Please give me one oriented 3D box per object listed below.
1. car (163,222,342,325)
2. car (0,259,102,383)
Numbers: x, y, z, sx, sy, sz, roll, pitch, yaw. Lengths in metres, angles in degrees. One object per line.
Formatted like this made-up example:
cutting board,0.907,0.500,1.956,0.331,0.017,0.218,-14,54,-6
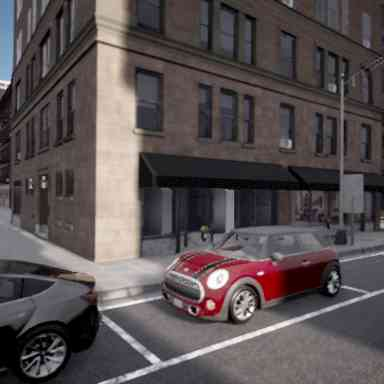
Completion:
car,1.376,1.502,7.183,4.097,1.590,1.967,1,-1,-36
car,-3.242,1.561,3.869,4.313,1.339,1.947,1,-1,-36
